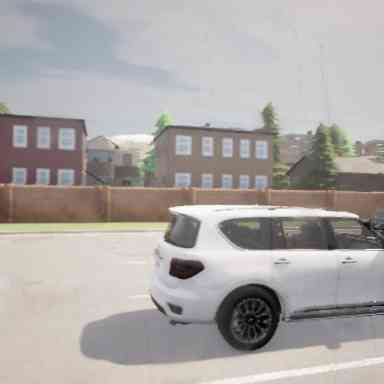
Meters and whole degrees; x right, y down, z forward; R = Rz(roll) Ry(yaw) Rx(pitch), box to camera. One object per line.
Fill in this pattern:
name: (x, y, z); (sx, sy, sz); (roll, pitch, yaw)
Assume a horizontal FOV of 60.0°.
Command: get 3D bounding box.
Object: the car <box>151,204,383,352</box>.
car: (2.046, 1.271, 6.107); (5.566, 2.045, 2.150); (1, 0, -15)
